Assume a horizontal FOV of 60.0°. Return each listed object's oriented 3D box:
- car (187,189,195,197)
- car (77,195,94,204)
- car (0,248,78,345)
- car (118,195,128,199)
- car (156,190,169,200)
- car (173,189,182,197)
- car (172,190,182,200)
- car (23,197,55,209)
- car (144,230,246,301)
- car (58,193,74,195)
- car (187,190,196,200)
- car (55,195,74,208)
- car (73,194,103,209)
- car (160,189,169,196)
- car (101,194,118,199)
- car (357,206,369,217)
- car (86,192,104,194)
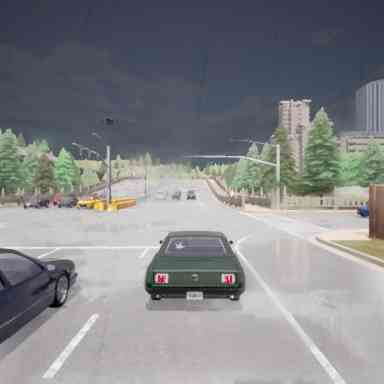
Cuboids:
[{"bbox_3d":[-0.224,0.220,87.430,2.033,1.411,5.357,0,7,0],"label":"car"},{"bbox_3d":[-21.092,1.429,66.023,1.882,1.535,5.008,0,1,0],"label":"car"},{"bbox_3d":[-3.435,1.547,4.869,2.033,1.411,5.357,0,0,0],"label":"car"},{"bbox_3d":[-14.103,1.440,67.722,1.812,1.442,4.674,0,1,0],"label":"car"},{"bbox_3d":[-7.160,0.728,77.202,2.150,2.045,5.566,0,4,0],"label":"car"},{"bbox_3d":[-3.724,0.205,87.407,2.128,1.511,4.902,0,7,0],"label":"car"},{"bbox_3d":[-3.660,1.017,77.107,1.837,1.490,4.892,0,4,0],"label":"car"},{"bbox_3d":[-21.130,1.490,45.331,2.128,1.511,4.902,0,0,0],"label":"car"},{"bbox_3d":[0.102,1.601,8.284,1.895,1.301,4.718,0,0,1],"label":"car"},{"bbox_3d":[-21.123,1.220,55.199,2.150,2.045,5.566,0,0,0],"label":"car"},{"bbox_3d":[-0.161,0.854,77.361,2.097,1.767,4.553,0,4,0],"label":"car"},{"bbox_3d":[-17.631,1.504,47.782,1.837,1.490,4.892,0,0,0],"label":"car"},{"bbox_3d":[-14.103,1.476,45.320,1.882,1.535,5.008,0,0,-1],"label":"car"},{"bbox_3d":[-7.226,0.227,87.838,1.895,1.301,4.718,0,7,0],"label":"car"},{"bbox_3d":[-14.132,1.490,54.565,2.128,1.511,4.902,0,0,0],"label":"car"},{"bbox_3d":[16.978,1.477,28.829,5.008,1.535,1.882,0,0,0],"label":"car"},{"bbox_3d":[-17.625,1.220,57.644,2.150,2.045,5.566,0,0,0],"label":"car"}]
